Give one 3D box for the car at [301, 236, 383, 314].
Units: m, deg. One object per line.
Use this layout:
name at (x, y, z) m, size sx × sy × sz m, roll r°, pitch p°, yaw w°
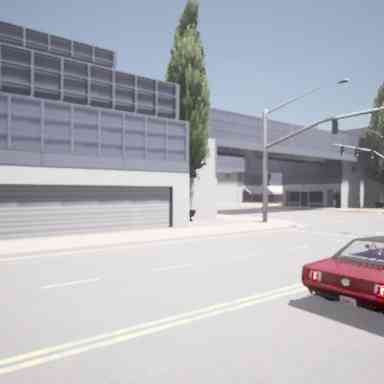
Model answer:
car at (4.512, 1.603, 7.050) m, size 4.718 × 1.301 × 1.895 m, roll 0°, pitch 0°, yaw -36°
